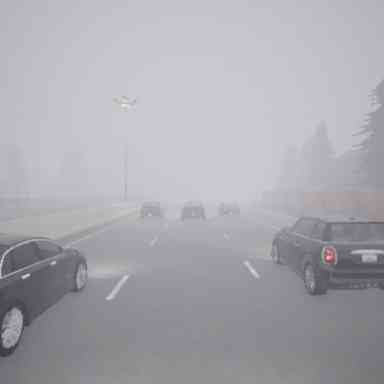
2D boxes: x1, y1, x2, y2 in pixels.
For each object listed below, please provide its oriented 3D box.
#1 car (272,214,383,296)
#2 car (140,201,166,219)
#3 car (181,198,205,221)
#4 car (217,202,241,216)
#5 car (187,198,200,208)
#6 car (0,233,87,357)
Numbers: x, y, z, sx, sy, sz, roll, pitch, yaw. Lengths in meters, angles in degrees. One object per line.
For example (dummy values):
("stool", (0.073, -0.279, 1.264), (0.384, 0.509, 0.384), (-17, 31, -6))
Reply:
("car", (3.597, 1.367, 8.865), (2.097, 1.767, 4.553), (0, 0, 0))
("car", (-3.409, 1.557, 29.451), (1.837, 1.490, 4.892), (0, 0, 0))
("car", (0.091, 1.527, 28.147), (1.882, 1.535, 5.008), (0, 0, 0))
("car", (3.591, 1.659, 33.135), (1.895, 1.301, 4.718), (0, 0, 0))
("car", (0.281, 1.615, 51.138), (1.812, 1.442, 4.674), (0, 0, 3))
("car", (-3.402, 1.517, 6.024), (1.837, 1.490, 4.892), (0, 0, 0))
